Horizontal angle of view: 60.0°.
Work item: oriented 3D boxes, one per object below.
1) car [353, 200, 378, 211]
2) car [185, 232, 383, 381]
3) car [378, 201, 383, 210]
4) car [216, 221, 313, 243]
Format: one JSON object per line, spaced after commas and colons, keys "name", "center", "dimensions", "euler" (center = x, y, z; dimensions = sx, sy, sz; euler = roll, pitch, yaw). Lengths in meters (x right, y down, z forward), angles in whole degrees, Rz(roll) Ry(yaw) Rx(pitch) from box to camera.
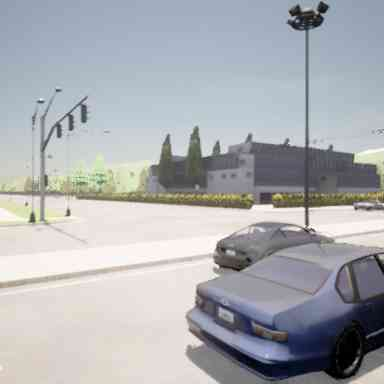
{"name": "car", "center": [22.816, 1.722, 42.786], "dimensions": [4.718, 1.301, 1.895], "euler": [0, 0, -34]}
{"name": "car", "center": [2.519, 1.562, 5.464], "dimensions": [5.357, 1.411, 2.033], "euler": [0, 0, -33]}
{"name": "car", "center": [24.829, 1.624, 39.922], "dimensions": [4.892, 1.490, 1.837], "euler": [0, 0, -34]}
{"name": "car", "center": [2.650, 1.589, 10.063], "dimensions": [4.181, 1.385, 1.994], "euler": [0, 0, -36]}
